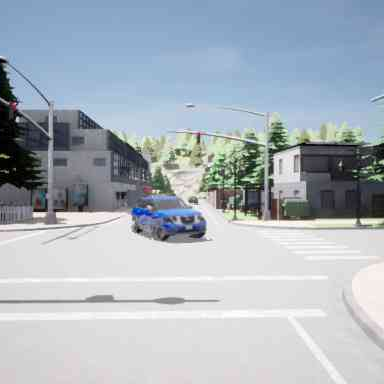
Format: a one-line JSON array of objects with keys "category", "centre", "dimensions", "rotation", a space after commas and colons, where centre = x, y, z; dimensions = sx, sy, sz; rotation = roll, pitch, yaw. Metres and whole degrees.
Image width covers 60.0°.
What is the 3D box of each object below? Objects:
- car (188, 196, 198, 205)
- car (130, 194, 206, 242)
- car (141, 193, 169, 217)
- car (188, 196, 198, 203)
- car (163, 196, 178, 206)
[{"category": "car", "centre": [0.189, 1.505, 59.596], "dimensions": [1.837, 1.490, 4.892], "rotation": [0, 0, 0]}, {"category": "car", "centre": [-1.438, 1.220, 16.980], "dimensions": [2.150, 2.045, 5.566], "rotation": [-1, 0, -28]}, {"category": "car", "centre": [-3.553, 1.215, 32.733], "dimensions": [2.150, 2.045, 5.566], "rotation": [0, 1, 0]}, {"category": "car", "centre": [0.197, 1.547, 70.017], "dimensions": [2.033, 1.411, 5.357], "rotation": [0, 0, 0]}, {"category": "car", "centre": [-3.499, 1.491, 54.161], "dimensions": [2.128, 1.511, 4.902], "rotation": [0, 0, 0]}]
